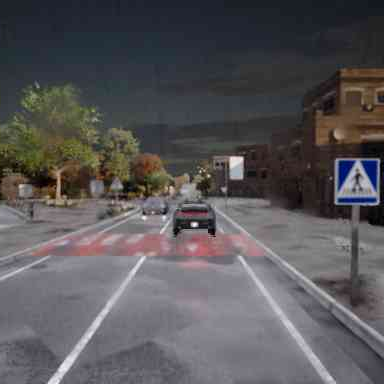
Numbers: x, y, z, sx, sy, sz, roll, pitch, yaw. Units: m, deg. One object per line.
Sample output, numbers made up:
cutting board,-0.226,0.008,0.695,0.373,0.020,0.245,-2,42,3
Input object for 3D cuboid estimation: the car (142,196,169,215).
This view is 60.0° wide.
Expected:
car,-3.277,1.153,30.514,2.097,1.767,4.553,0,1,1

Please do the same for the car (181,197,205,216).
car,0.129,1.287,31.326,2.128,1.511,4.902,0,0,1

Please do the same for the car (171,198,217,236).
car,0.101,1.237,15.666,1.837,1.490,4.892,0,-4,0

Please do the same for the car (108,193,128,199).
car,-15.213,0.864,68.523,1.895,1.301,4.718,1,1,21
